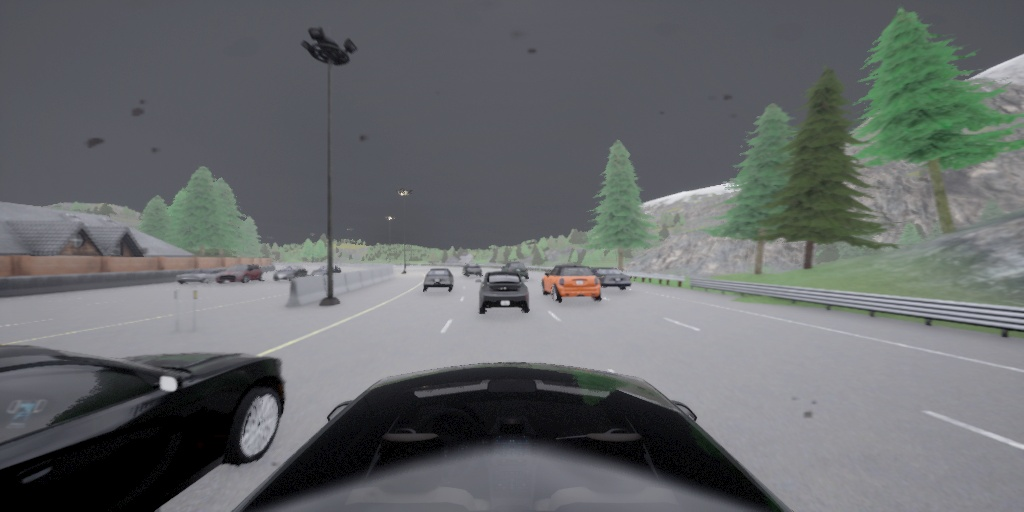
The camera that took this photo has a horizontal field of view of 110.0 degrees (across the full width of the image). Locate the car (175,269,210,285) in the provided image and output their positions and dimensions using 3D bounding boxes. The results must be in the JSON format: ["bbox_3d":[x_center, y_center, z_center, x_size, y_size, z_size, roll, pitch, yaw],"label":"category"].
[{"bbox_3d":[-27.888,1.830,32.492,1.895,1.301,4.718,0,-1,-12],"label":"car"}]

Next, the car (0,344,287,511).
[{"bbox_3d":[-3.445,1.256,1.974,1.882,1.535,5.008,0,0,0],"label":"car"}]

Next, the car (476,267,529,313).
[{"bbox_3d":[-0.416,1.372,14.738,1.837,1.490,4.892,0,0,-4],"label":"car"}]

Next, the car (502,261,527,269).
[{"bbox_3d":[0.174,1.396,36.054,2.097,1.767,4.553,0,-1,-11],"label":"car"}]

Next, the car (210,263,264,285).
[{"bbox_3d":[-24.262,1.550,32.146,2.097,1.767,4.553,0,0,-12],"label":"car"}]

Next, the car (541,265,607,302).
[{"bbox_3d":[2.801,1.220,17.979,2.097,1.767,4.553,0,-1,-5],"label":"car"}]

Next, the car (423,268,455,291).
[{"bbox_3d":[-4.826,1.526,23.881,2.033,1.411,5.357,0,0,-8],"label":"car"}]

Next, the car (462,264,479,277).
[{"bbox_3d":[-4.791,1.630,42.419,2.128,1.511,4.902,0,-1,-14],"label":"car"}]

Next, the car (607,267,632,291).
[{"bbox_3d":[5.824,1.439,23.277,2.033,1.411,5.357,0,0,-7],"label":"car"}]

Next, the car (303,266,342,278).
[{"bbox_3d":[-17.488,1.653,33.963,2.128,1.511,4.902,0,0,-12],"label":"car"}]

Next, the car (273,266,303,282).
[{"bbox_3d":[-21.199,1.688,34.549,2.128,1.511,4.902,0,-1,-12],"label":"car"}]
